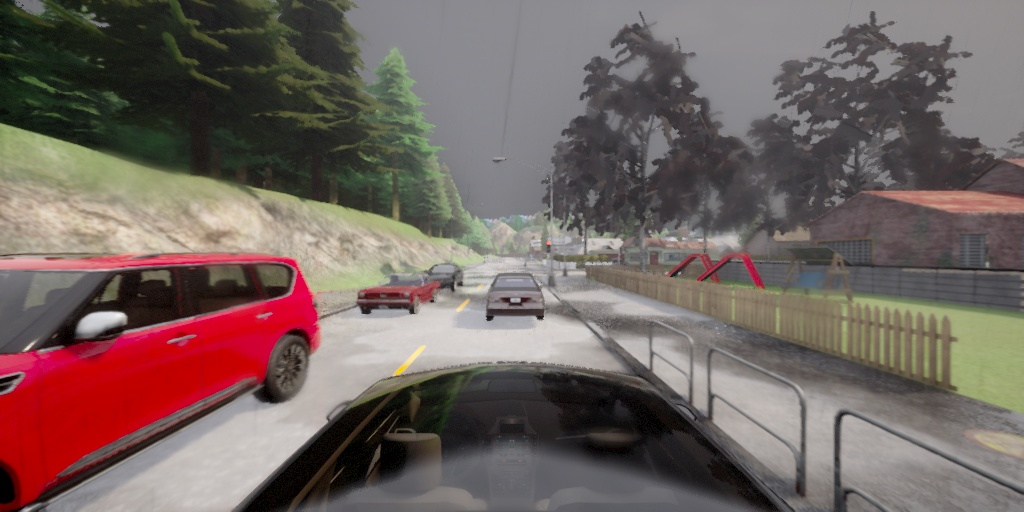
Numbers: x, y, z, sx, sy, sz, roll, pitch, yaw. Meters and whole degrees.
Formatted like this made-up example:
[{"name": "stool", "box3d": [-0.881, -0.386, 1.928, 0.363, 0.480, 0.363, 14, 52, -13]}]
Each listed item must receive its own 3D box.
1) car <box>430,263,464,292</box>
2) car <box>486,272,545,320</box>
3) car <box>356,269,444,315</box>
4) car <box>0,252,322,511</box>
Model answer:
[{"name": "car", "box3d": [-4.017, 1.186, 21.353, 1.882, 1.535, 5.008, 0, 0, 0]}, {"name": "car", "box3d": [0.095, 1.274, 12.515, 2.033, 1.411, 5.357, 0, 0, 0]}, {"name": "car", "box3d": [-4.099, 1.326, 13.659, 1.895, 1.301, 4.718, 0, 0, 0]}, {"name": "car", "box3d": [-4.099, 0.971, 3.438, 2.150, 2.045, 5.566, 0, 0, 0]}]
